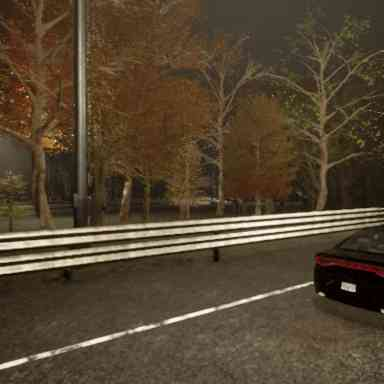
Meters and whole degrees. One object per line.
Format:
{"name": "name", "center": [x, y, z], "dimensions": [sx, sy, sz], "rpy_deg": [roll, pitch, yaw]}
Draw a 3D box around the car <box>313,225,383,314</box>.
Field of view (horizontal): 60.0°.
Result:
{"name": "car", "center": [4.681, 1.443, 7.118], "dimensions": [5.008, 1.535, 1.882], "rpy_deg": [-1, 0, -36]}
